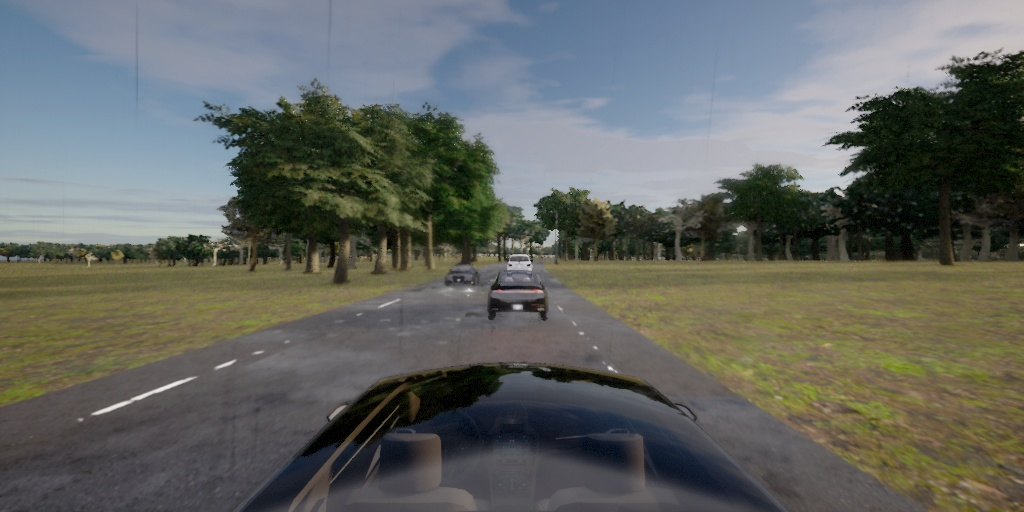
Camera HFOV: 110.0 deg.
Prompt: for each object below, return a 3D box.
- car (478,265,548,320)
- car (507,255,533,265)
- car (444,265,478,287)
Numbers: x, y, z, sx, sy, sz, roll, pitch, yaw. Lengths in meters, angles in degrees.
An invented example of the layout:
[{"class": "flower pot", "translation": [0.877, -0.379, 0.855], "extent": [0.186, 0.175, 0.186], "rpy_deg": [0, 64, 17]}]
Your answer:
[{"class": "car", "translation": [0.202, 1.231, 12.564], "extent": [2.128, 1.511, 4.902], "rpy_deg": [0, 0, 1]}, {"class": "car", "translation": [0.721, 0.925, 32.623], "extent": [2.150, 2.045, 5.566], "rpy_deg": [0, 0, 2]}, {"class": "car", "translation": [-3.251, 1.287, 24.190], "extent": [1.994, 1.385, 4.181], "rpy_deg": [0, 0, 2]}]
